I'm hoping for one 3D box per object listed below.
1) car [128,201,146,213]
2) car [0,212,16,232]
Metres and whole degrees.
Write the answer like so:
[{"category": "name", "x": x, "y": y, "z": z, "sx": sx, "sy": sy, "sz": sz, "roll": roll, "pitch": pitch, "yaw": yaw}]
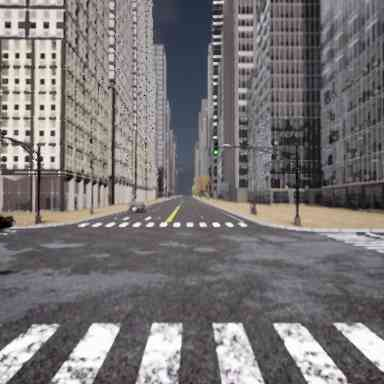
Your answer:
[{"category": "car", "x": -7.199, "y": 1.987, "z": 43.900, "sx": 2.128, "sy": 1.511, "sz": 4.902, "roll": 0, "pitch": -1, "yaw": -1}, {"category": "car", "x": -13.465, "y": 1.826, "z": 20.538, "sx": 4.674, "sy": 1.442, "sz": 1.812, "roll": 0, "pitch": 0, "yaw": -10}]
